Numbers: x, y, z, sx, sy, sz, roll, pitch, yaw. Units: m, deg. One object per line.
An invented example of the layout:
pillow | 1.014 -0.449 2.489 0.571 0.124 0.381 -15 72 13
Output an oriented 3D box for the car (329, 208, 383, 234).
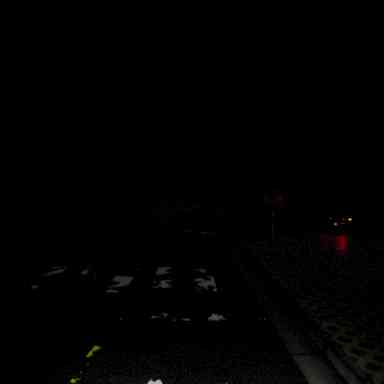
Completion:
car | 10.395 1.663 19.870 4.674 1.442 1.812 1 0 -20
